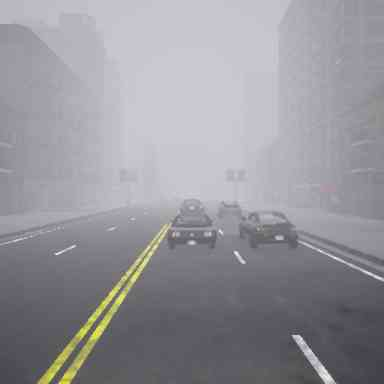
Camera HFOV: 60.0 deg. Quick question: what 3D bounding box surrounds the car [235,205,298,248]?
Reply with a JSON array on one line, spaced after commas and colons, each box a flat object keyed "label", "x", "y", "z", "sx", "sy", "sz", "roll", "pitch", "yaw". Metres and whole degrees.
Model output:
[{"label": "car", "x": 3.250, "y": 1.532, "z": 14.650, "sx": 1.812, "sy": 1.442, "sz": 4.674, "roll": 0, "pitch": 0, "yaw": 0}]

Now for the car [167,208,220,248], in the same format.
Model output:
[{"label": "car", "x": 0.000, "y": 1.615, "z": 14.680, "sx": 1.895, "sy": 1.301, "sz": 4.718, "roll": 0, "pitch": 0, "yaw": 0}]

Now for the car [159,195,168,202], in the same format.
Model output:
[{"label": "car", "x": -6.500, "y": 1.464, "z": 75.960, "sx": 1.837, "sy": 1.490, "sz": 4.892, "roll": 0, "pitch": 0, "yaw": 0}]

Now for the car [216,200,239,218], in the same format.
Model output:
[{"label": "car", "x": 3.250, "y": 1.492, "z": 29.650, "sx": 2.128, "sy": 1.511, "sz": 4.902, "roll": 0, "pitch": 0, "yaw": 0}]

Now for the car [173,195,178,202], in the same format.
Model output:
[{"label": "car", "x": -3.250, "y": 1.442, "z": 75.960, "sx": 1.882, "sy": 1.535, "sz": 5.008, "roll": 0, "pitch": 0, "yaw": 0}]

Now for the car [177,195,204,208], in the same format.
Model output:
[{"label": "car", "x": 0.000, "y": 1.363, "z": 29.620, "sx": 2.097, "sy": 1.767, "sz": 4.553, "roll": 0, "pitch": 0, "yaw": 0}]
